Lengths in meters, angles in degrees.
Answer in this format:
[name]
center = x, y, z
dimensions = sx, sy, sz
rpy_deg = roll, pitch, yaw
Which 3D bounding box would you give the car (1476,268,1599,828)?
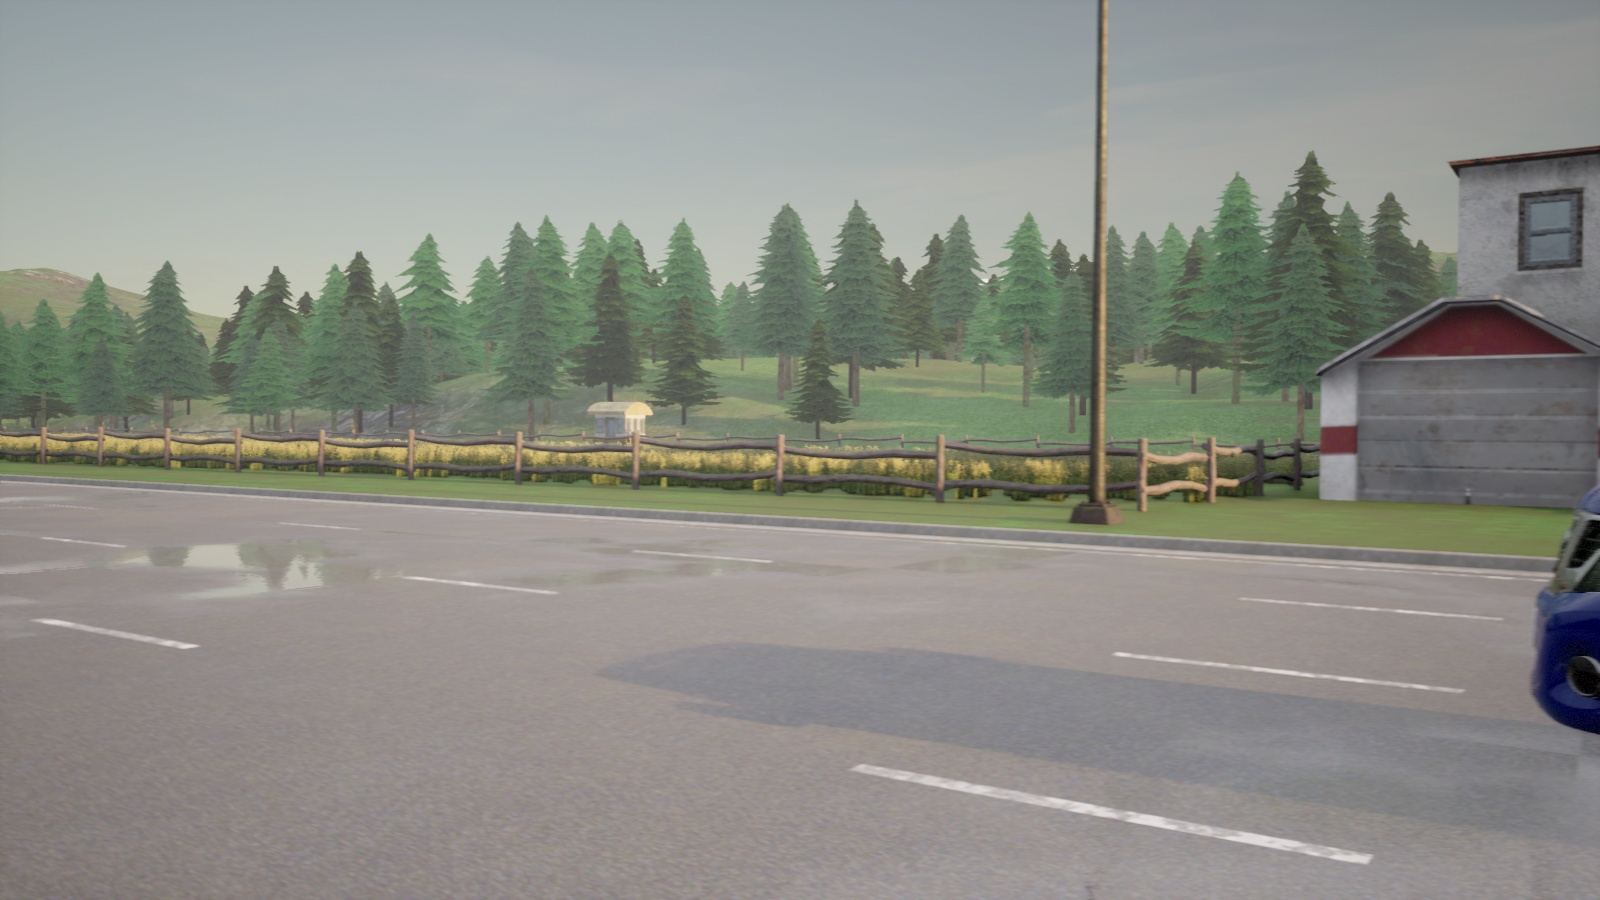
[car]
center = 5.503, 0.343, 4.162
dimensions = 5.566, 2.045, 2.150
rpy_deg = 0, 1, 34
